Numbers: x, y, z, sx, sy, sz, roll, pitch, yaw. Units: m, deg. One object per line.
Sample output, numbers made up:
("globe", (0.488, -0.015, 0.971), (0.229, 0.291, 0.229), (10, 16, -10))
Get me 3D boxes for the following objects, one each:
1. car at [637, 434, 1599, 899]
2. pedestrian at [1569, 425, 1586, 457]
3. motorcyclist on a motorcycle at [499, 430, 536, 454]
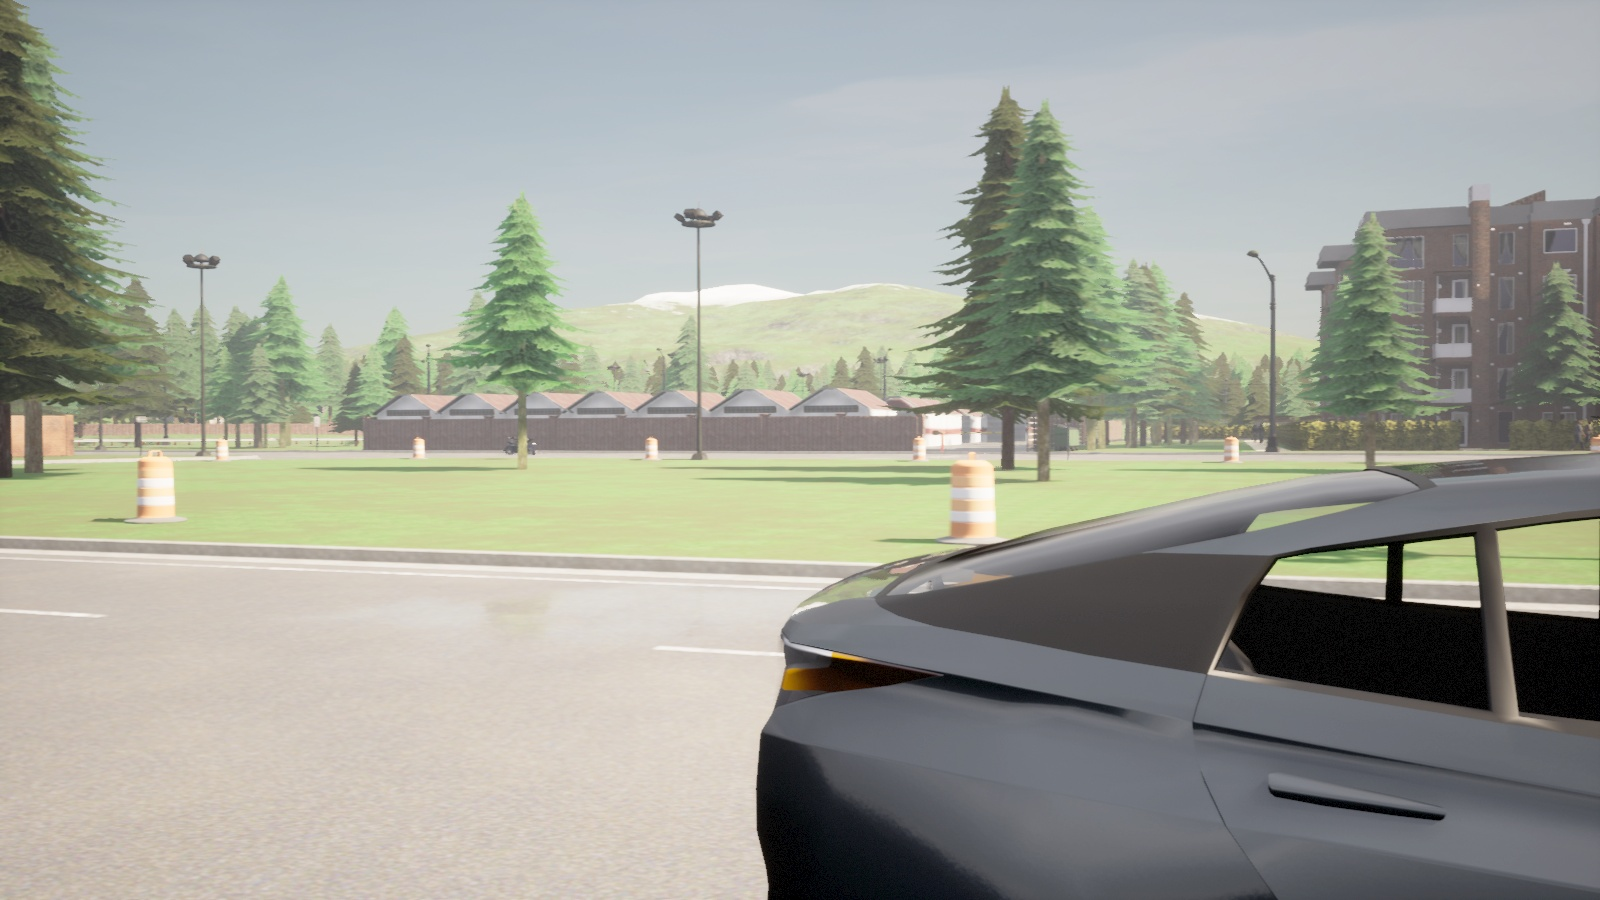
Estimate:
("car", (2.169, 0.742, 2.463), (4.514, 1.525, 2.007), (1, 1, 19))
("pedestrian", (44.650, -0.531, 72.089), (0.694, 1.848, 0.540), (1, 1, 20))
("motorcyclist on a motorcycle", (-18.405, -0.518, 81.854), (2.191, 1.530, 0.866), (1, 1, 19))
